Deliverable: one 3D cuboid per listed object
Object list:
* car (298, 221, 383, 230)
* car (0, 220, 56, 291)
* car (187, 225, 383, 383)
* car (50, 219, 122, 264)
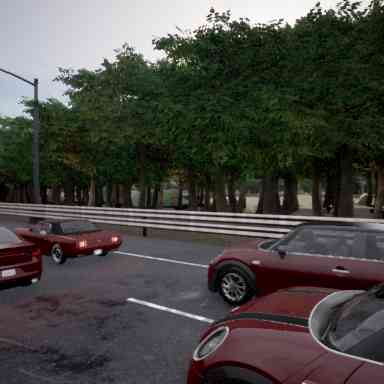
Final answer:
[{"bbox_3d":[2.546,1.354,6.531,4.553,1.767,2.097,0,0,35],"label":"car"},{"bbox_3d":[-5.669,1.479,8.175,5.008,1.535,1.882,0,0,37],"label":"car"},{"bbox_3d":[2.154,1.352,2.528,4.553,1.767,2.097,0,0,35],"label":"car"},{"bbox_3d":[-4.729,1.602,11.826,4.718,1.301,1.895,0,0,37],"label":"car"}]
